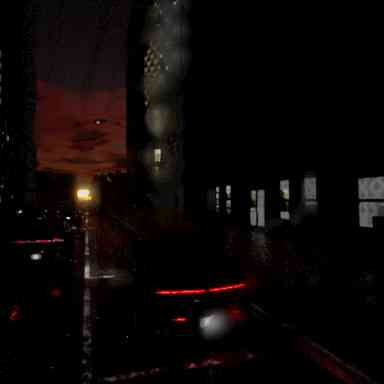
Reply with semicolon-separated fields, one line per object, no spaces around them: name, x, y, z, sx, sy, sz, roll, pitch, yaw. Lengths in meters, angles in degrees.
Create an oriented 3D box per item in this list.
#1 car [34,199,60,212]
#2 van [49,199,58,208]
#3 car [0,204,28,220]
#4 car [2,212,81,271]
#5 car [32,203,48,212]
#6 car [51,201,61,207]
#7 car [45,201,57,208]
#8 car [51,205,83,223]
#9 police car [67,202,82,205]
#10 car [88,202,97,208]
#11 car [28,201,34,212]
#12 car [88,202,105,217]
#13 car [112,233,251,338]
car;-18.021;1.943;41.869;2.150;2.045;5.566;0;-1;-17
van;-31.726;2.621;76.243;1.690;1.788;3.998;0;-1;-18
car;-17.955;2.126;32.839;2.008;1.369;4.403;0;-1;-18
car;-5.257;1.702;11.957;2.128;1.511;4.902;0;-1;-18
car;-24.841;2.513;54.539;1.802;1.307;4.206;0;-1;-18
car;-33.448;2.932;81.664;1.947;1.339;4.313;0;-1;-18
car;-30.005;2.633;70.815;1.967;1.590;4.097;0;-1;-18
car;-10.212;2.035;27.572;1.994;1.385;4.181;0;-1;-18
police car;-15.586;2.171;44.178;1.930;1.638;5.238;0;-1;-18
car;-22.013;2.792;73.334;1.802;1.307;4.206;0;-1;-18
car;-21.398;2.299;43.689;1.887;1.381;4.507;0;-1;-18
car;-11.685;2.248;40.786;1.947;1.339;4.313;0;-1;-18
car;-0.488;1.621;6.996;1.837;1.490;4.892;0;-1;-18
